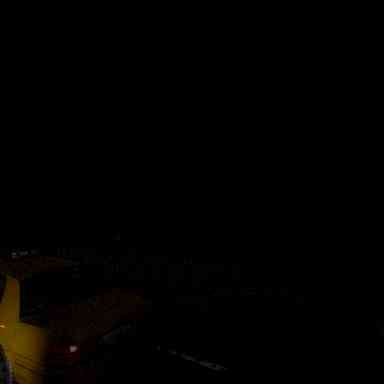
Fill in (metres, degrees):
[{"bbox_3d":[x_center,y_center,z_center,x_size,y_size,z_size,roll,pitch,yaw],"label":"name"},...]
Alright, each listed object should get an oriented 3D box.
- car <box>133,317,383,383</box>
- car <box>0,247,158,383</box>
[{"bbox_3d":[2.026,1.551,1.646,4.403,1.369,2.008,0,1,35],"label":"car"},{"bbox_3d":[-2.661,1.524,4.986,4.829,1.417,1.752,0,1,35],"label":"car"}]
